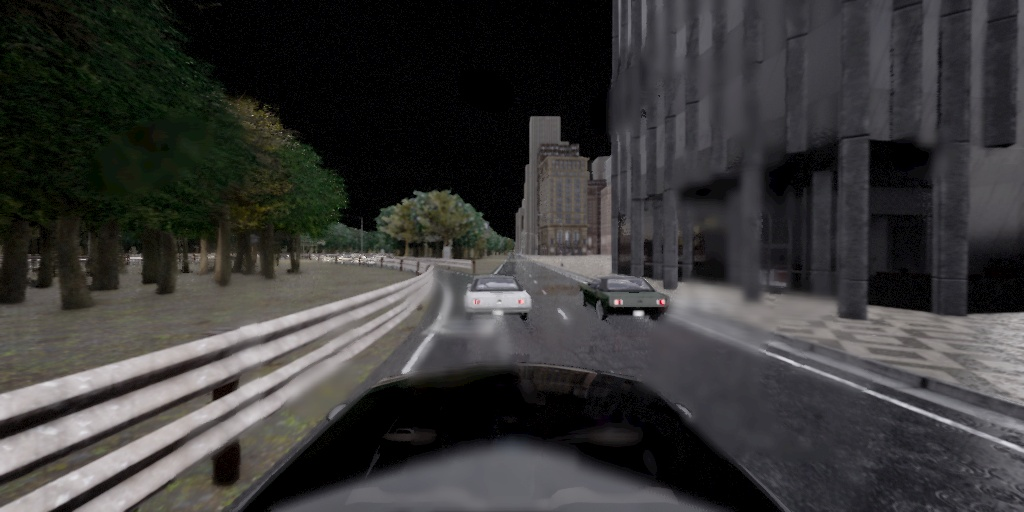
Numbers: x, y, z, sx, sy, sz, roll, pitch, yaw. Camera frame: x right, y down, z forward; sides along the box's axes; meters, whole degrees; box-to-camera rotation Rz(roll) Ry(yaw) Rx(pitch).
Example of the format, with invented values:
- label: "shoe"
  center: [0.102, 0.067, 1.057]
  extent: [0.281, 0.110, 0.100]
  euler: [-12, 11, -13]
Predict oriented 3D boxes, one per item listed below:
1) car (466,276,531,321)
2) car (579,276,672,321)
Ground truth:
- label: "car"
  center: [-0.605, 1.334, 12.408]
  extent: [1.895, 1.301, 4.718]
  euler: [0, 0, -6]
- label: "car"
  center: [3.594, 1.332, 12.384]
  extent: [1.895, 1.301, 4.718]
  euler: [0, 0, 0]
